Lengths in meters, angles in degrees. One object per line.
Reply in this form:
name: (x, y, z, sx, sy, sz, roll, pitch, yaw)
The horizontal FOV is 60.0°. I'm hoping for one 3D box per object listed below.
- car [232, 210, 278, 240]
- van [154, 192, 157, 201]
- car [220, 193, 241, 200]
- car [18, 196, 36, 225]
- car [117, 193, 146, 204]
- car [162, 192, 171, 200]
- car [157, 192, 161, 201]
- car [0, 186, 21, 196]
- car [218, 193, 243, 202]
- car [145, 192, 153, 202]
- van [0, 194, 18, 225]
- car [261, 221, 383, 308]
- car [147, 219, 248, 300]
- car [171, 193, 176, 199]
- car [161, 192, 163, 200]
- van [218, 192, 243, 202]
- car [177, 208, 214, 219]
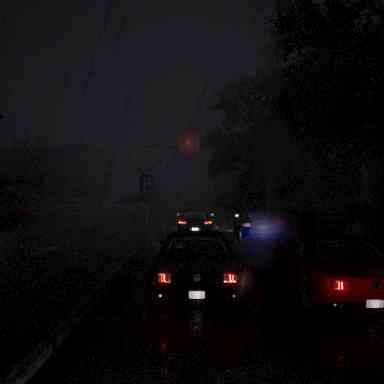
car: (3.164, 1.588, 16.607, 1.994, 1.385, 4.181, 0, 0, 1)
van: (-10.238, 1.092, 70.340, 4.442, 1.987, 1.878, -1, 0, -14)
car: (9.460, 1.128, 81.619, 4.553, 1.767, 2.185, 1, 0, -12)
car: (-13.627, 1.403, 23.549, 4.553, 1.767, 2.185, -1, 0, -19)
car: (-11.442, 1.357, 61.356, 4.792, 1.488, 2.163, -1, 0, -15)
car: (-8.450, 1.356, 85.290, 4.674, 1.452, 2.002, -1, 0, -12)
car: (-10.010, 1.321, 73.311, 4.892, 1.521, 2.231, -1, 0, -14)
car: (-28.163, 0.136, 52.224, 2.002, 1.452, 4.674, 6, -3, -19)
car: (7.669, 1.141, 66.919, 4.553, 1.767, 2.185, 1, 0, -14)
car: (-10.797, 1.314, 64.348, 5.366, 1.575, 1.946, -1, 0, -15)
van: (-13.602, 1.296, 20.572, 4.442, 1.987, 1.878, -1, 0, -19)
car: (3.120, 1.611, 7.859, 1.895, 1.301, 4.718, 0, 0, 0)
car: (0.110, 1.612, 8.350, 1.895, 1.301, 4.718, 0, 0, 0)
car: (-8.000, 1.064, 88.296, 5.566, 2.045, 2.435, -1, 0, -12)
car: (-9.637, 1.359, 76.306, 4.674, 1.452, 2.002, -1, 0, -13)
van: (7.285, 1.042, 63.949, 4.442, 1.987, 1.878, 1, 0, -14)
car: (0.172, 1.552, 17.452, 1.812, 1.442, 4.674, 0, 0, 1)
